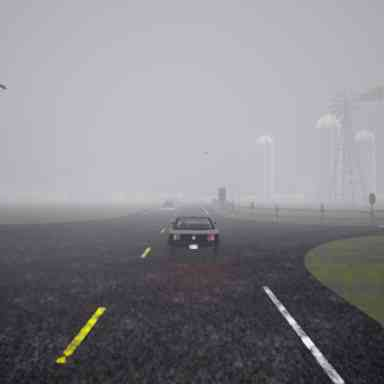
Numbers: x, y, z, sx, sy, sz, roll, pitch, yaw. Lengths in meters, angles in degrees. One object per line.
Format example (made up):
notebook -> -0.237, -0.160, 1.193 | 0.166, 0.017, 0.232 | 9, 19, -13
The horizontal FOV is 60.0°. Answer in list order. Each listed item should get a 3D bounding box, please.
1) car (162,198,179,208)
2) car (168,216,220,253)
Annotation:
car -> -3.571, 1.819, 52.482 | 1.994, 1.385, 4.181 | 0, 0, 0
car -> 0.078, 1.660, 13.986 | 1.895, 1.301, 4.718 | 0, 0, 0
